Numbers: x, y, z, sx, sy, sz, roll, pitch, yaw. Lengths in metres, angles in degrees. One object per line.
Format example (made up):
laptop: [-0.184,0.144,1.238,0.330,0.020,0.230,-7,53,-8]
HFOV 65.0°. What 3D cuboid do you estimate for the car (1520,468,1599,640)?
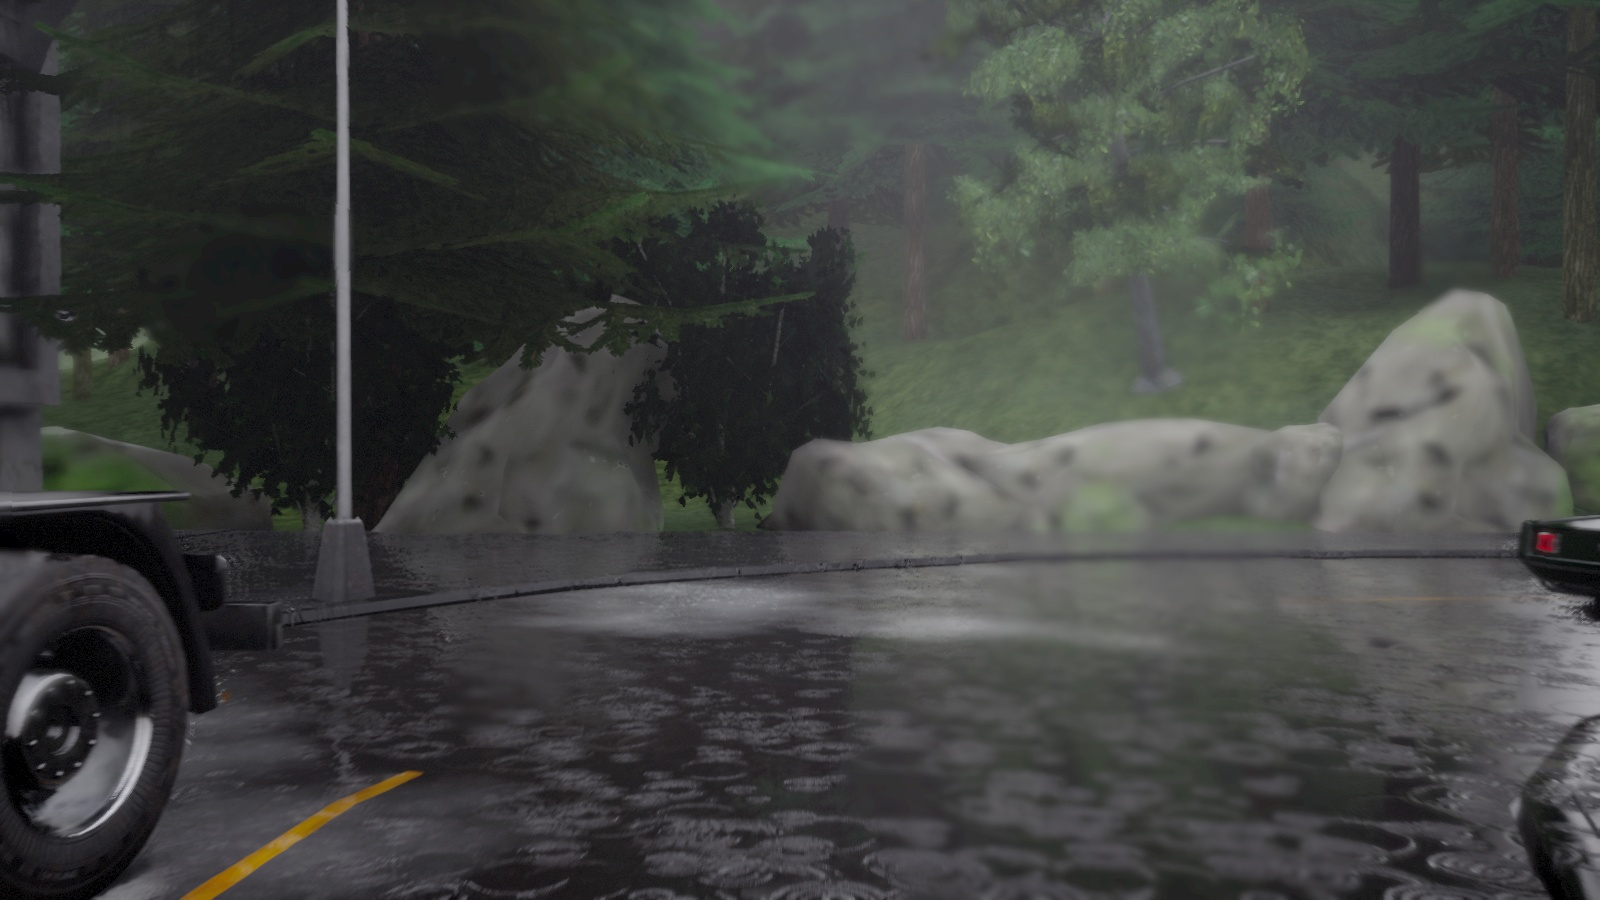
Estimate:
car: [8.452,0.802,9.842,4.718,1.301,1.895,0,0,-9]

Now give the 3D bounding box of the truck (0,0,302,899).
truck: [-4.038,-0.246,1.446,2.891,3.462,7.936,0,0,8]
